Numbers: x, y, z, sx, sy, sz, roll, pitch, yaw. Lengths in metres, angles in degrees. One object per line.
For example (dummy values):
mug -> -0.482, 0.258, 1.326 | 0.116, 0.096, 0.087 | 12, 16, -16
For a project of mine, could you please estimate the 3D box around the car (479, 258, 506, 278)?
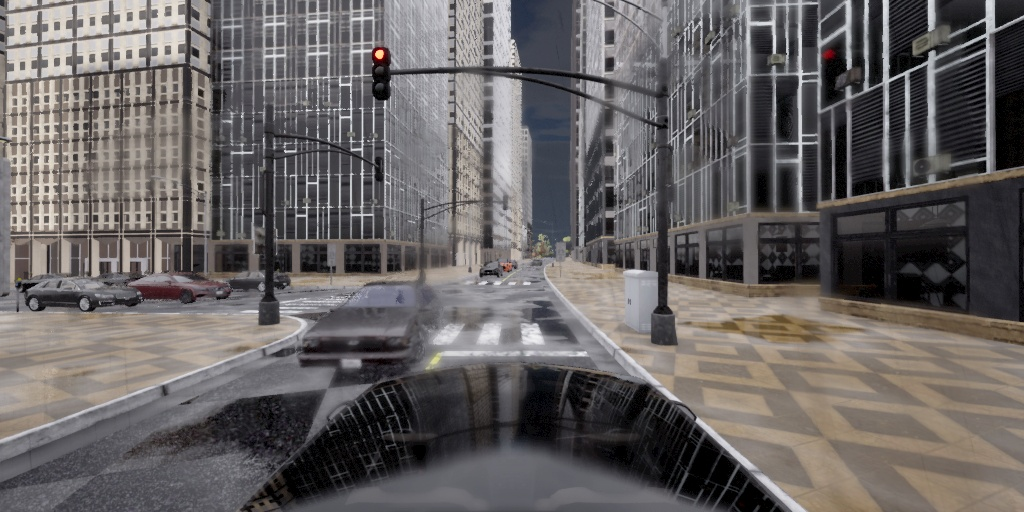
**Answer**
car -> -1.924, 1.238, 34.207 | 1.837, 1.490, 4.892 | 0, 0, 4

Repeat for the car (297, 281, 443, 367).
car -> -2.722, 1.295, 8.303 | 2.033, 1.411, 5.357 | 0, 0, -4

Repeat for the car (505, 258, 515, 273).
car -> -1.183, 1.074, 43.786 | 2.097, 1.767, 4.553 | 0, 0, 5

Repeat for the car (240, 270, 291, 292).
car -> -16.815, 1.610, 23.505 | 4.403, 1.370, 2.007 | 0, 0, 9

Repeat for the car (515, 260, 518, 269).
car -> -0.167, 1.252, 54.329 | 2.033, 1.411, 5.357 | 0, 0, 6

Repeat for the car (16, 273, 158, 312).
car -> -18.127, 1.567, 15.228 | 4.403, 1.370, 2.007 | 0, 0, 9

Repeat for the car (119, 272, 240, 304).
car -> -16.324, 1.531, 17.569 | 4.674, 1.442, 1.812 | -1, 0, 9
